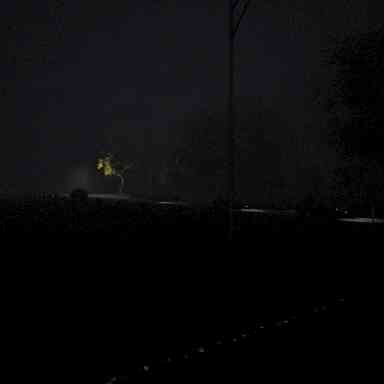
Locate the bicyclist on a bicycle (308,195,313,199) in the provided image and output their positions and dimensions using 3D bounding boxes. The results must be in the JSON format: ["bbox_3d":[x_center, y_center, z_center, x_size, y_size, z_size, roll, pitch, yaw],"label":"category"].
[{"bbox_3d":[12.758,1.125,35.730,1.656,1.620,0.582,0,1,-33],"label":"bicyclist on a bicycle"}]

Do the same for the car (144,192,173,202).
[{"bbox_3d":[-5.336,0.863,52.558,1.994,1.385,4.181,0,1,-33],"label":"car"}]

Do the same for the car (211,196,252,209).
[{"bbox_3d":[4.365,1.129,37.643,2.033,1.411,5.357,0,1,-33],"label":"car"}]

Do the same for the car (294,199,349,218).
[{"bbox_3d":[10.739,1.290,27.896,1.812,1.442,4.674,0,1,-33],"label":"car"}]

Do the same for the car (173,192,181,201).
[{"bbox_3d":[-3.634,0.749,55.268,1.882,1.535,5.008,0,1,-33],"label":"car"}]

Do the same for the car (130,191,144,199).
[{"bbox_3d":[-10.712,0.553,66.062,2.128,1.511,4.902,0,1,-33],"label":"car"}]
